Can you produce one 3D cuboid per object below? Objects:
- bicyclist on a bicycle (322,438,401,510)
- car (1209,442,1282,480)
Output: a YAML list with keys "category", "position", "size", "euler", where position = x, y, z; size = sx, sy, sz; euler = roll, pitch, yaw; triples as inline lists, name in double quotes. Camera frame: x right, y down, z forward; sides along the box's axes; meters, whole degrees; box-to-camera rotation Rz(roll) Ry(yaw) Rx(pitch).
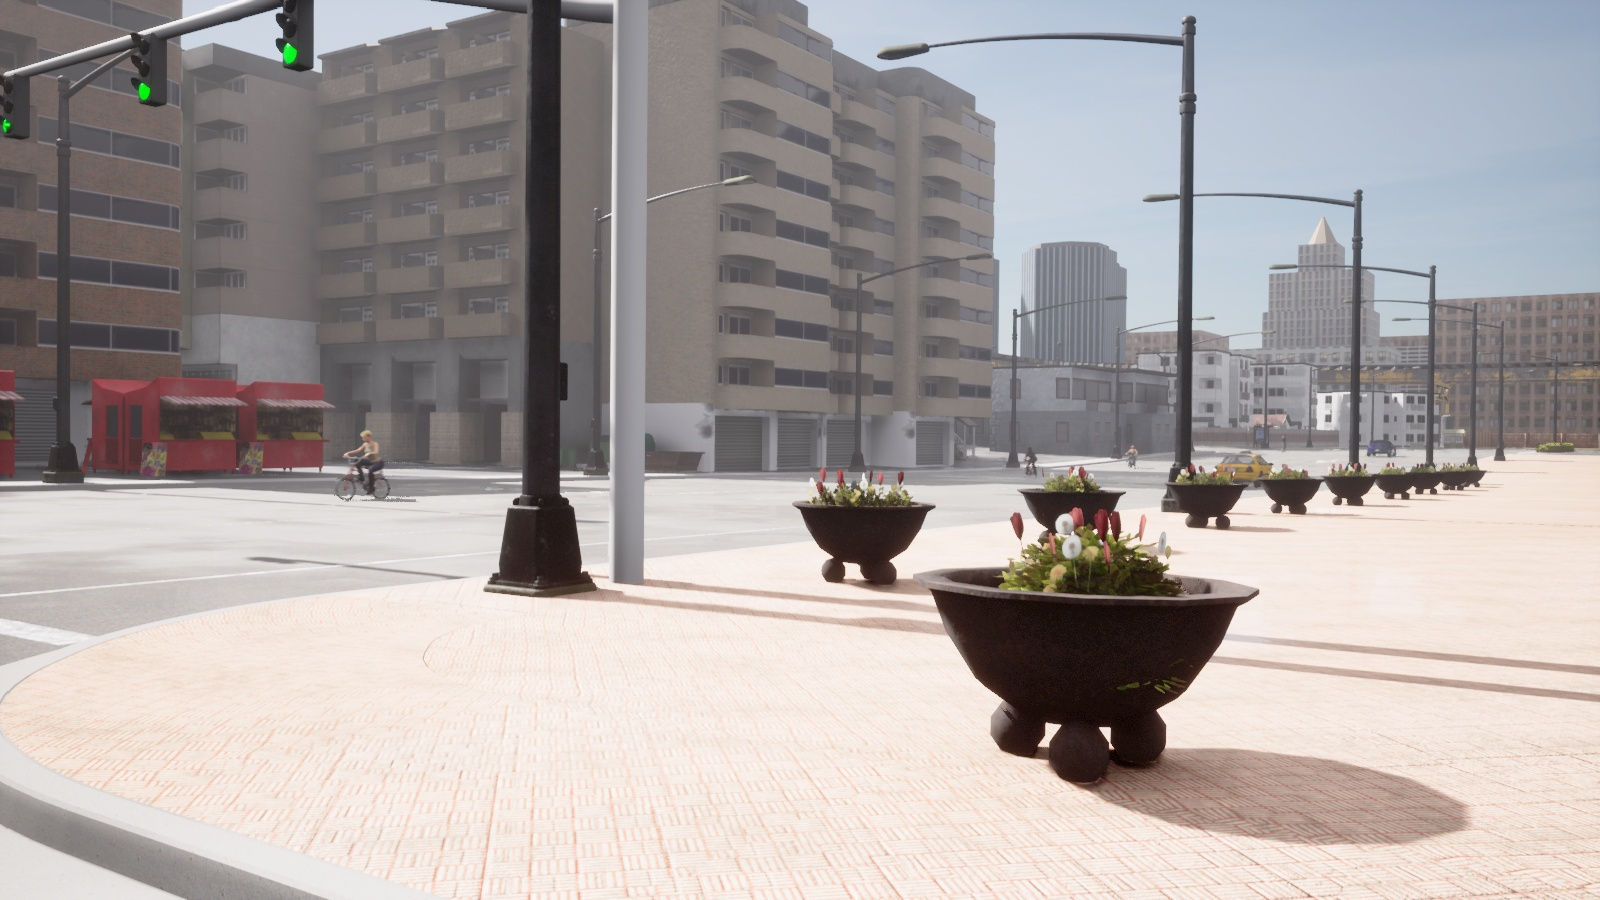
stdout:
- category: "bicyclist on a bicycle"
  position: [-10.072, 0.535, 28.883]
  size: [0.866, 1.612, 1.509]
  euler: [0, 0, 33]
- category: "car"
  position: [19.601, 0.464, 55.102]
  size: [1.801, 1.575, 5.366]
  euler: [0, 0, 33]
